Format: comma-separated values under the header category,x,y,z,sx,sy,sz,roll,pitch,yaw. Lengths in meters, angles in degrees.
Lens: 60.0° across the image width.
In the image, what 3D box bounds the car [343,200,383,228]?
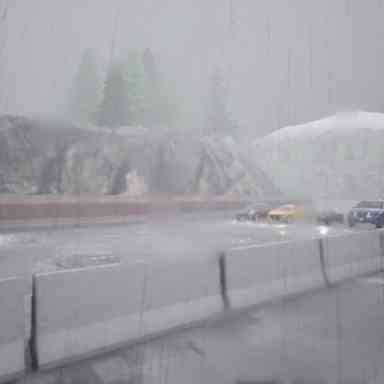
category,x,y,z,sx,sy,sz,roll,pitch,yaw
car,13.870,1.613,25.538,2.150,2.045,5.566,-1,-1,43

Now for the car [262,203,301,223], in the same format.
category,x,y,z,sx,sy,sz,roll,pitch,yaw
car,8.809,1.948,30.369,1.882,1.535,5.008,-1,-1,43

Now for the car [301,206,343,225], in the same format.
category,x,y,z,sx,sy,sz,roll,pitch,yaw
car,11.253,1.949,27.866,1.812,1.442,4.674,-1,-1,44

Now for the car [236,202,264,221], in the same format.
category,x,y,z,sx,sy,sz,roll,pitch,yaw
car,6.300,1.906,32.811,2.097,1.767,4.553,-1,-1,43
